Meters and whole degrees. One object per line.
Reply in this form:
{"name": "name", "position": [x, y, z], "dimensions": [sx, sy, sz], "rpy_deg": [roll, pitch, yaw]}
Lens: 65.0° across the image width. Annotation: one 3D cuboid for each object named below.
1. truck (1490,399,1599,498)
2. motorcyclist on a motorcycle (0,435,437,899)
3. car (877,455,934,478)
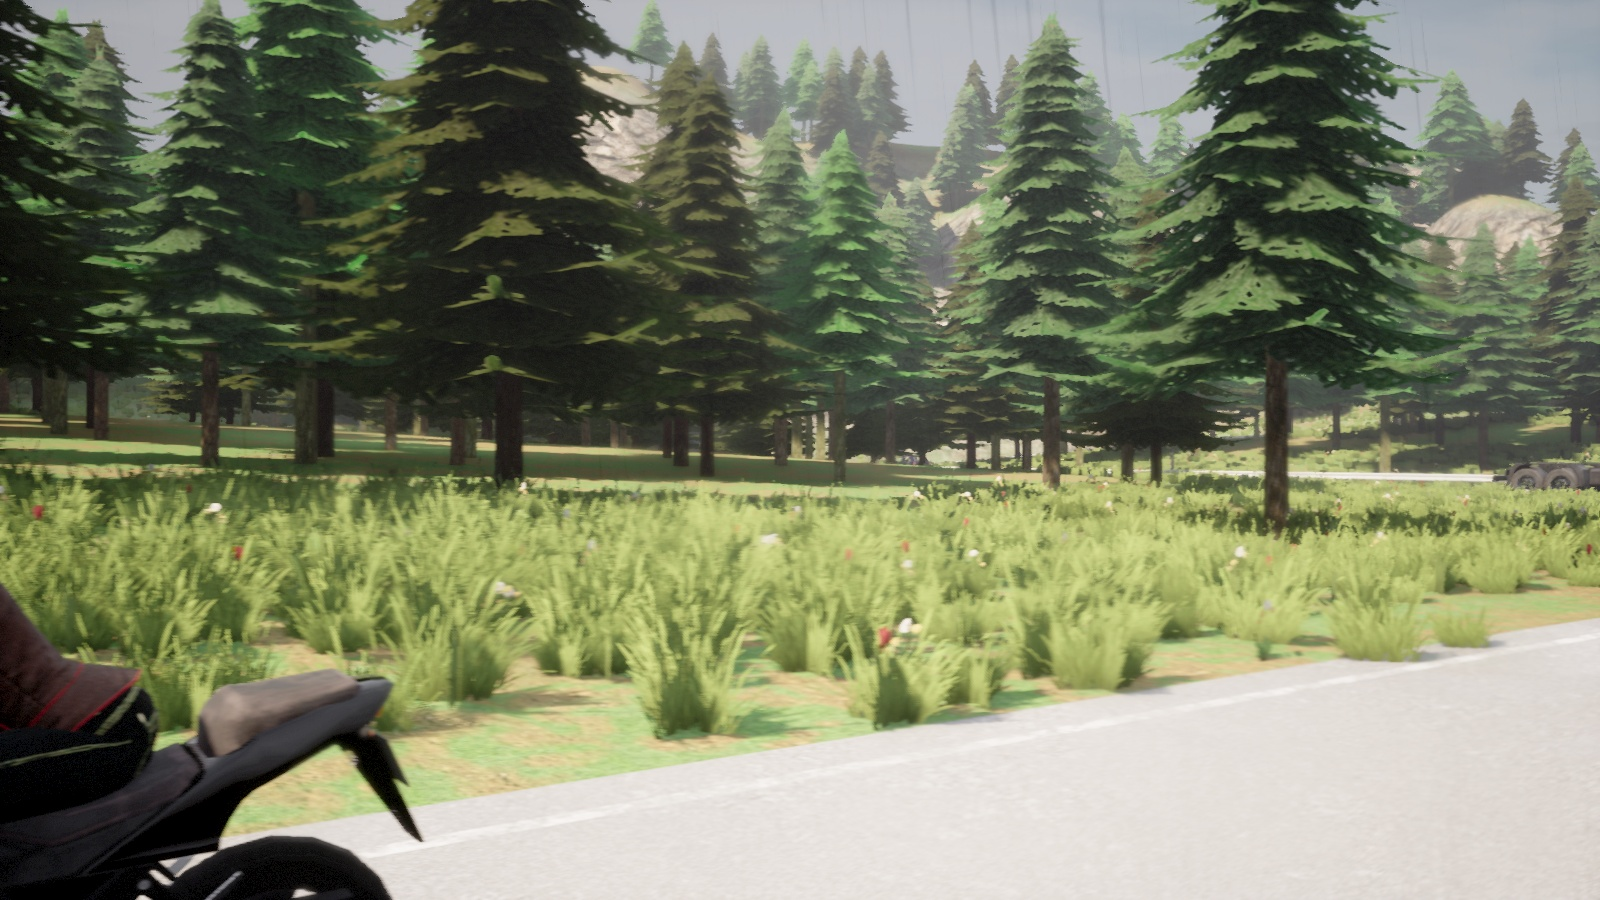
{"name": "truck", "position": [29.420, -0.050, 44.820], "dimensions": [2.891, 3.462, 7.936], "rpy_deg": [0, 0, -35]}
{"name": "motorcyclist on a motorcycle", "position": [-1.830, 0.737, 2.382], "dimensions": [2.044, 1.523, 0.797], "rpy_deg": [0, 0, -35]}
{"name": "car", "position": [6.964, 1.088, 83.162], "dimensions": [1.845, 1.501, 3.633], "rpy_deg": [0, 0, -35]}
